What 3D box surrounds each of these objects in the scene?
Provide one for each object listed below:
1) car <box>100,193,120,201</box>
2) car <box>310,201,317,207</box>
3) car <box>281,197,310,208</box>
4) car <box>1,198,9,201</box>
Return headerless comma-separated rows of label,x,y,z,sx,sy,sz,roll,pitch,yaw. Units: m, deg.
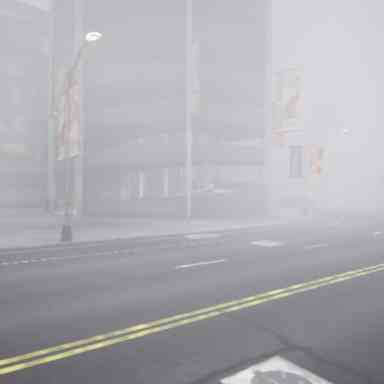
car,-15.976,1.150,64.622,2.435,2.045,5.566,0,0,-36
car,18.773,1.763,56.636,2.033,1.411,5.357,0,0,-20
car,16.191,1.548,53.130,2.097,1.767,4.553,0,0,-18
car,-30.512,1.505,53.148,1.895,1.301,4.718,0,0,-36
